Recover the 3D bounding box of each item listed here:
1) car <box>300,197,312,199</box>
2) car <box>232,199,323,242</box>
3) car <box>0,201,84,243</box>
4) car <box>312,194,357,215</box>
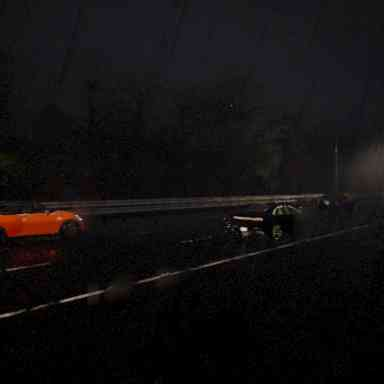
[{"bbox_3d":[12.070,1.190,33.661,1.895,1.301,4.718,0,1,44],"label":"car"},{"bbox_3d":[3.813,1.271,15.247,2.128,1.511,4.902,0,1,44],"label":"car"},{"bbox_3d":[-7.010,1.164,14.208,2.097,1.767,4.553,0,1,44],"label":"car"},{"bbox_3d":[12.865,0.979,29.475,2.097,1.767,4.553,0,1,44],"label":"car"}]
